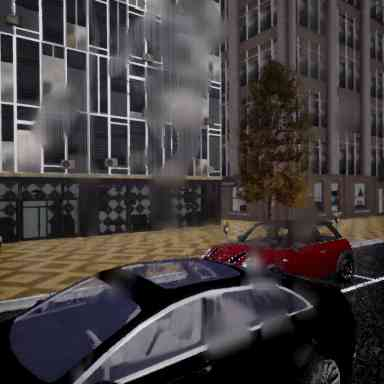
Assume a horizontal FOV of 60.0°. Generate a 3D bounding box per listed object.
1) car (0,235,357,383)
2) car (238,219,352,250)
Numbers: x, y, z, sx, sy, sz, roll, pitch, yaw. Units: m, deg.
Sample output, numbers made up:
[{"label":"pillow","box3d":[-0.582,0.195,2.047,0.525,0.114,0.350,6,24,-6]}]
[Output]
[{"label":"car","box3d":[-0.415,1.491,3.084,4.902,1.511,2.128,0,0,-36]},{"label":"car","box3d":[2.067,1.439,8.043,4.097,1.590,1.967,0,-1,-35]}]
